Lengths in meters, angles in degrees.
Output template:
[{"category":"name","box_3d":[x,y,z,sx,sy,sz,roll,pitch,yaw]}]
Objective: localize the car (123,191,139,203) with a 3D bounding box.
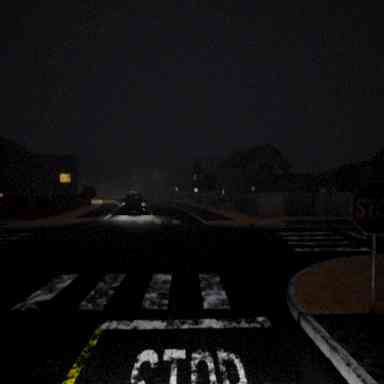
[{"category":"car","box_3d":[-9.456,0.765,50.989,2.097,1.767,4.553,-1,0,-14]}]

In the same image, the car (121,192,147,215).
[{"category":"car","box_3d":[-5.004,0.977,29.011,2.097,1.767,4.553,0,1,-8]}]
